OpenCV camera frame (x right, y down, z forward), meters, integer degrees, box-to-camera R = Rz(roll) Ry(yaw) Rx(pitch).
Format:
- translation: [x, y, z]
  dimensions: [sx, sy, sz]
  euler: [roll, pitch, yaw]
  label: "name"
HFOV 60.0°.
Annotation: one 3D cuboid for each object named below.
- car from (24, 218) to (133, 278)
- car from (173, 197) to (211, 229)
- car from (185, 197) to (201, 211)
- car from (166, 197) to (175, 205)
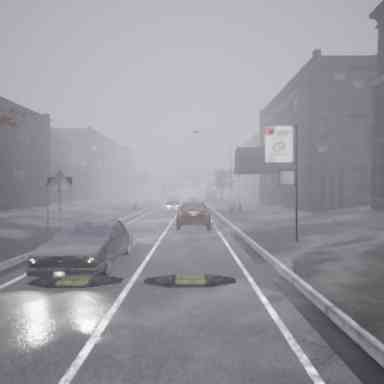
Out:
- translation: [-3.107, 1.538, 10.437]
  dimensions: [2.033, 1.411, 5.357]
  euler: [-1, 0, 0]
  label: "car"
- translation: [0.095, 1.338, 21.794]
  dimensions: [2.097, 1.767, 4.553]
  euler: [0, 0, 0]
  label: "car"
- translation: [0.093, 1.446, 40.400]
  dimensions: [1.837, 1.490, 4.892]
  euler: [0, 0, 0]
  label: "car"
- translation: [-3.065, 1.444, 54.095]
  dimensions: [1.994, 1.385, 4.181]
  euler: [0, 0, 0]
  label: "car"
